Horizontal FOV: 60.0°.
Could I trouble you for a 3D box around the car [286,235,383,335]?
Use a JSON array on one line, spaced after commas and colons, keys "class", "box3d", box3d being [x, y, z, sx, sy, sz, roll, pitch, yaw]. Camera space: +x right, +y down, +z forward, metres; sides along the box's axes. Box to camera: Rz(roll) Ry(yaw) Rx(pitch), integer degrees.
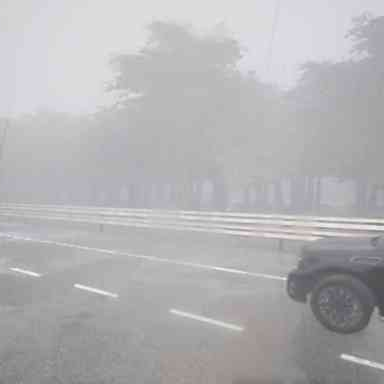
[{"class": "car", "box3d": [4.351, 1.223, 5.065, 5.566, 2.045, 2.150, 0, 0, 35]}]
